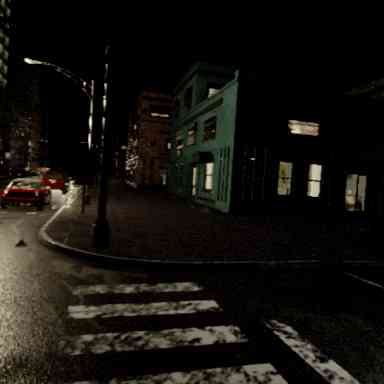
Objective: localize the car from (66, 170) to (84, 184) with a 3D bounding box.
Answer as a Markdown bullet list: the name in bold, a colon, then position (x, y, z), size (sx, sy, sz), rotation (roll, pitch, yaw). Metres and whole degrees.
- **car**: position (-17.779, -2.313, 50.709), size (2.192, 1.841, 5.009), rotation (4, 3, -16)

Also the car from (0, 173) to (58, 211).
- **car**: position (-8.757, 0.004, 17.964), size (1.967, 1.590, 4.097), rotation (4, 3, -16)

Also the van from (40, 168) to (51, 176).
- **van**: position (-33.356, -4.563, 75.713), size (1.690, 1.788, 3.998), rotation (4, 3, -16)

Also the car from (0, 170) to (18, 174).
- **car**: position (-24.345, -2.130, 42.972), size (1.802, 1.307, 4.206), rotation (4, 3, -16)

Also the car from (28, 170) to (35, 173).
- **car**: position (-27.354, -2.877, 53.888), size (1.947, 1.339, 4.313), rotation (4, 3, -16)

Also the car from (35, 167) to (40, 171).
- **car**: position (-30.363, -3.623, 64.805), size (2.008, 1.369, 4.403), rotation (4, 3, -16)

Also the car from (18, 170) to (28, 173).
- **car**: position (-25.849, -2.512, 48.430), size (1.947, 1.339, 4.313), rotation (4, 3, -16)

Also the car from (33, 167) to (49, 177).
- **car**: position (-31.848, -4.223, 70.253), size (2.192, 1.841, 5.009), rotation (4, 3, -16)

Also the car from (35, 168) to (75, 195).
- **car**: position (-11.757, -0.851, 28.875), size (2.192, 1.841, 5.009), rotation (4, 3, -16)
